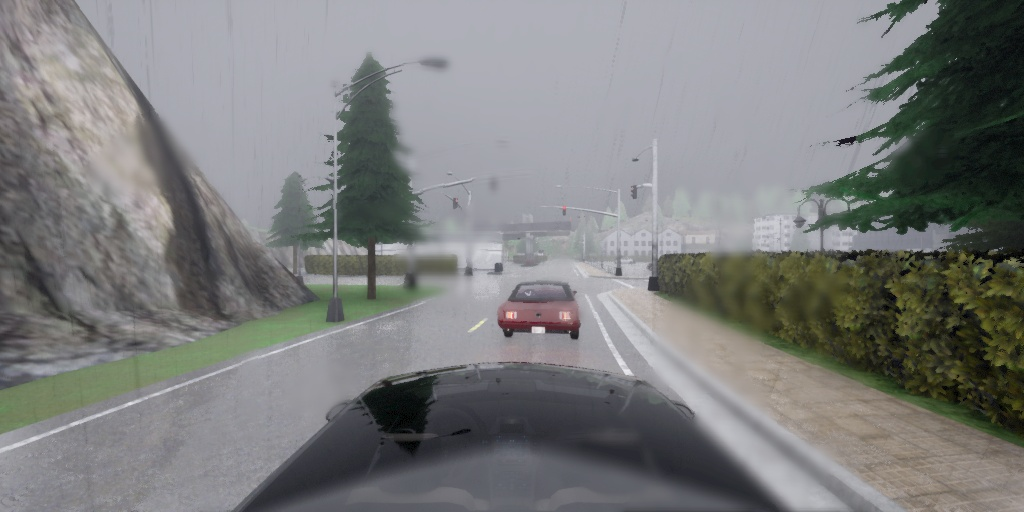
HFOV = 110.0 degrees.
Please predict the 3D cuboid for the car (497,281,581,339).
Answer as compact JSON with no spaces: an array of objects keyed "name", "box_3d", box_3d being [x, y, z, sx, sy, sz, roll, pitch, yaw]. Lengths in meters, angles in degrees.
[{"name":"car","box_3d":[0.914,1.351,10.127,1.895,1.301,4.718,0,0,8]}]
